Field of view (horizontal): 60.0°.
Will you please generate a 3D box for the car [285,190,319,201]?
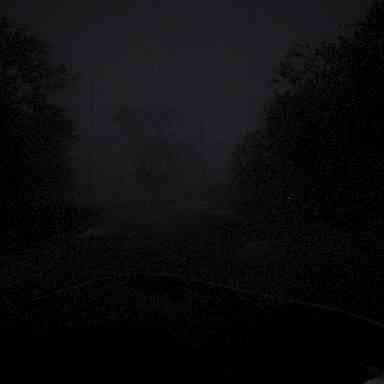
[{"bbox_3d":[15.223,0.468,45.519,4.892,1.490,1.837,-2,0,-4],"label":"car"}]
